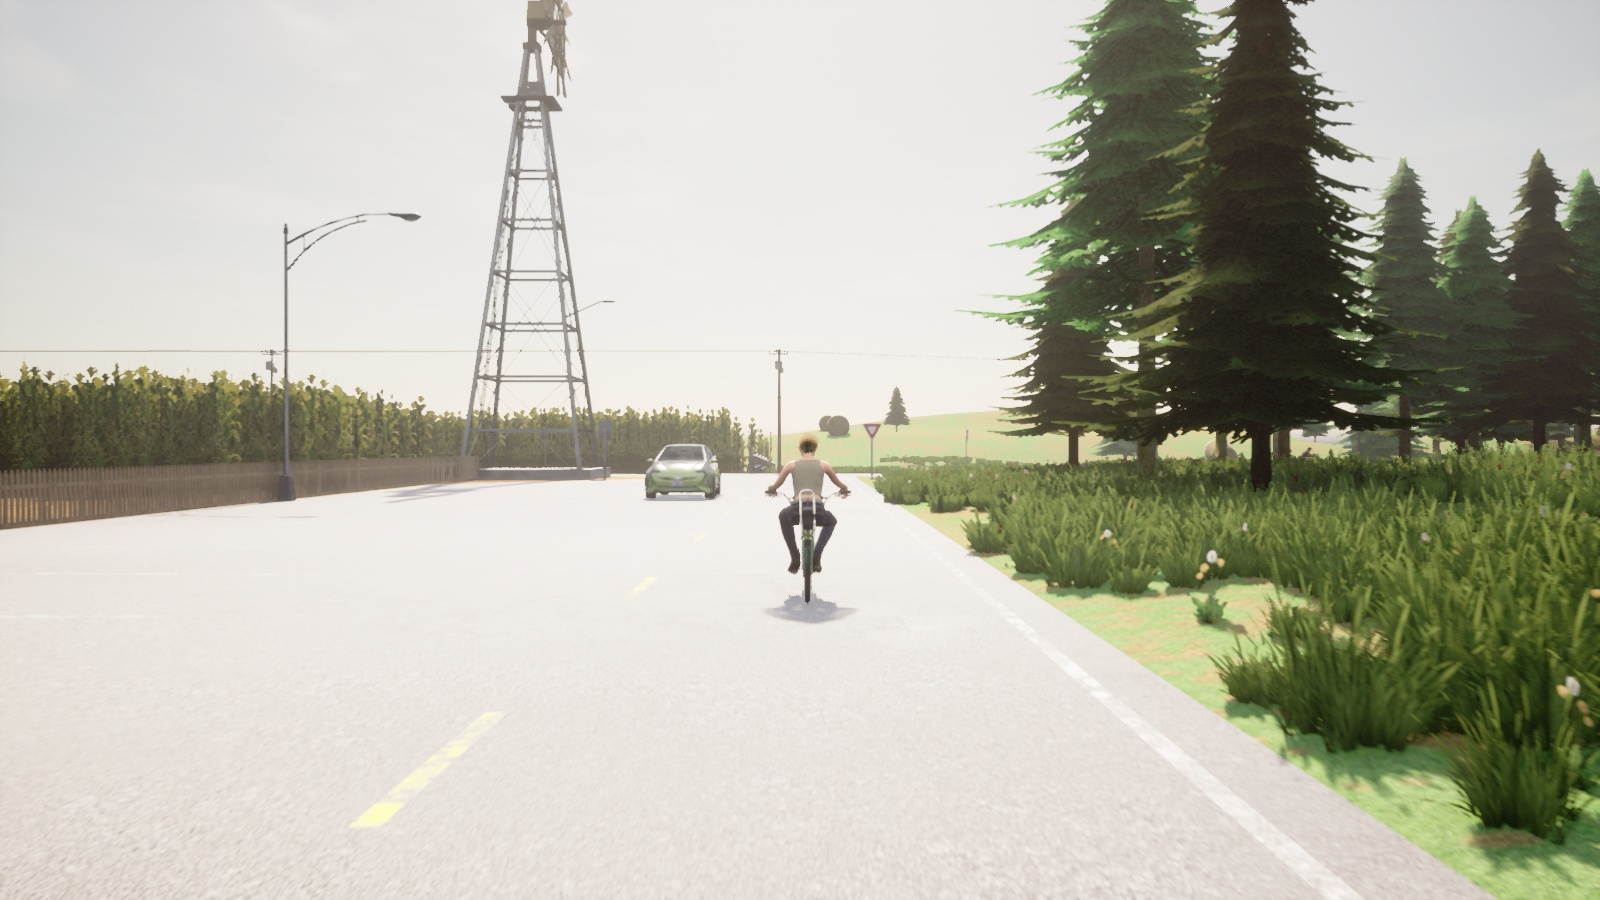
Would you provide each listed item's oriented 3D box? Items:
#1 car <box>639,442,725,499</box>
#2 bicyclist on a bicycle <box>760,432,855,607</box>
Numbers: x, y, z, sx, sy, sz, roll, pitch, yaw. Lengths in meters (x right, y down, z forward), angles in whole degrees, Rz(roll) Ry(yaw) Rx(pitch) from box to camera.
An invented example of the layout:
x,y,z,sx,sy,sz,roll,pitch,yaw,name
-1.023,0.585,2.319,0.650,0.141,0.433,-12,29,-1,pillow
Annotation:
x,y,z,sx,sy,sz,roll,pitch,yaw,name
-3.288,0.547,35.862,2.007,1.525,4.514,0,0,0,car
0.077,0.634,12.296,0.866,1.612,1.509,0,0,1,bicyclist on a bicycle
